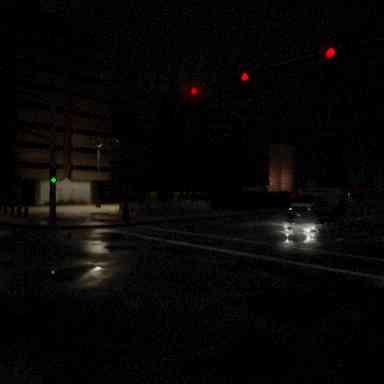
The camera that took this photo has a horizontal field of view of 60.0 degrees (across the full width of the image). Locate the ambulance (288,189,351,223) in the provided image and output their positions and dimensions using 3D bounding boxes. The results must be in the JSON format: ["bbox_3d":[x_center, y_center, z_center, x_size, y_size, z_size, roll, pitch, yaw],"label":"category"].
[{"bbox_3d":[9.818,0.954,26.007,2.351,2.431,6.366,1,0,44],"label":"ambulance"}]
